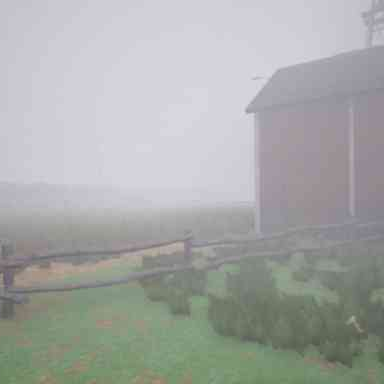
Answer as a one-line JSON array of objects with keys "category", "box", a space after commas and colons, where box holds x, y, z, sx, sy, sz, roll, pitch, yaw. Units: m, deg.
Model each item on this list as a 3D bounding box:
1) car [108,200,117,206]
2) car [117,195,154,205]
[{"category": "car", "box": [-11.116, 1.855, 52.768, 2.128, 1.511, 4.902, -1, 0, 36]}, {"category": "car", "box": [-8.320, 1.549, 51.348, 2.150, 2.045, 5.566, -1, 0, 35]}]
